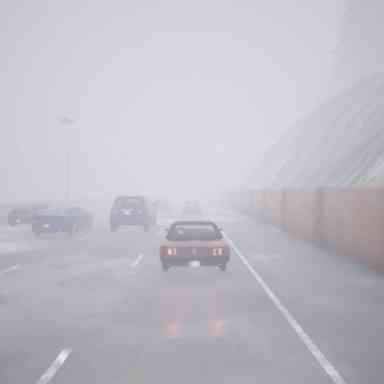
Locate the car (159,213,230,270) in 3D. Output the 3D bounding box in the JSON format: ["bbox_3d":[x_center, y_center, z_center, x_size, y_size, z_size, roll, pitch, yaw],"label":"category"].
[{"bbox_3d":[0.065,1.591,10.945,1.895,1.301,4.718,0,0,0],"label":"car"}]

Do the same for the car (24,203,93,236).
[{"bbox_3d":[-6.962,1.466,18.400,1.882,1.535,5.008,0,0,0],"label":"car"}]

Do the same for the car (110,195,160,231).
[{"bbox_3d":[-3.469,1.206,20.403,2.150,2.045,5.566,0,0,0],"label":"car"}]

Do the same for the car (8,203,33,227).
[{"bbox_3d":[-10.476,1.493,22.514,1.837,1.490,4.892,0,0,0],"label":"car"}]

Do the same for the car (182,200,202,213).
[{"bbox_3d":[-0.011,1.518,32.369,2.033,1.411,5.357,0,0,0],"label":"car"}]

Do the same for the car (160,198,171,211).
[{"bbox_3d":[-3.537,1.445,39.274,1.882,1.535,5.008,0,0,0],"label":"car"}]
